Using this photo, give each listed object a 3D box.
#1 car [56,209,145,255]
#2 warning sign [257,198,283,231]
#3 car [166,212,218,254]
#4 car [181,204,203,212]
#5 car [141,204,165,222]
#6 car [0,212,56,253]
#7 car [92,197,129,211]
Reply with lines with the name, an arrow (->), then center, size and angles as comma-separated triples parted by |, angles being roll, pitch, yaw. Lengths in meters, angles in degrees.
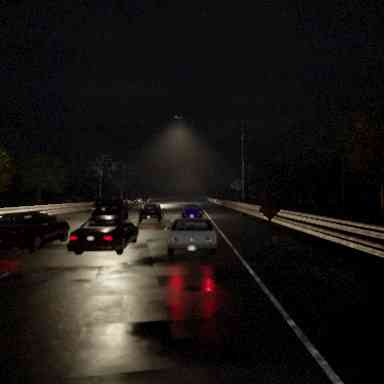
car -> -3.503, 1.679, 13.984 | 2.033, 1.411, 5.357 | 0, -1, 0
warning sign -> 4.545, 1.297, 19.424 | 1.300, 1.860, 1.060 | 0, -1, 0
car -> -0.002, 1.733, 14.102 | 1.895, 1.301, 4.718 | 0, 0, 0
car -> -0.004, 1.802, 29.370 | 1.812, 1.442, 4.674 | 0, 0, 0
car -> -3.505, 1.783, 29.294 | 1.837, 1.490, 4.892 | 0, 0, 0
car -> -6.999, 1.614, 14.474 | 1.882, 1.535, 5.008 | 0, 0, 0
car -> -7.007, 1.490, 29.019 | 2.150, 2.045, 5.566 | 0, 0, 0
